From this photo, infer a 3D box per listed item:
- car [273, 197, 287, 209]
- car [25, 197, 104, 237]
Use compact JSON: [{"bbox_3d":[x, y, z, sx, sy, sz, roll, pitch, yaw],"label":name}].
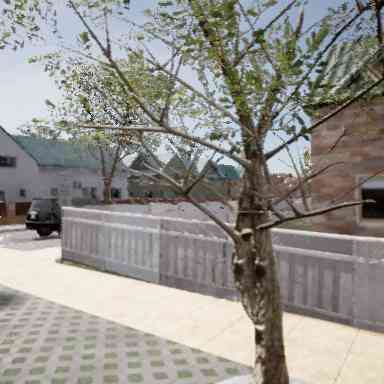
[{"bbox_3d":[11.396,1.518,43.254,2.097,1.767,4.553,-1,-1,35],"label":"car"},{"bbox_3d":[-6.051,1.264,18.071,2.150,2.045,5.566,-1,-1,35],"label":"car"}]
